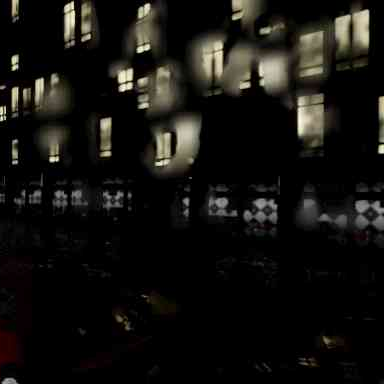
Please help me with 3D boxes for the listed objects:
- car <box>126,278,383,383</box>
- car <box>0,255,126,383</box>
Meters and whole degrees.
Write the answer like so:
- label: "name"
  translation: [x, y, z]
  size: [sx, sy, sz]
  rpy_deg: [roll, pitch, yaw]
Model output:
- label: "car"
  translation: [2.342, 1.317, 1.200]
  size: [5.009, 1.841, 2.192]
  rpy_deg: [0, 0, 36]
- label: "car"
  translation: [-2.155, 1.540, 4.409]
  size: [4.507, 1.381, 1.887]
  rpy_deg: [0, 0, 36]
